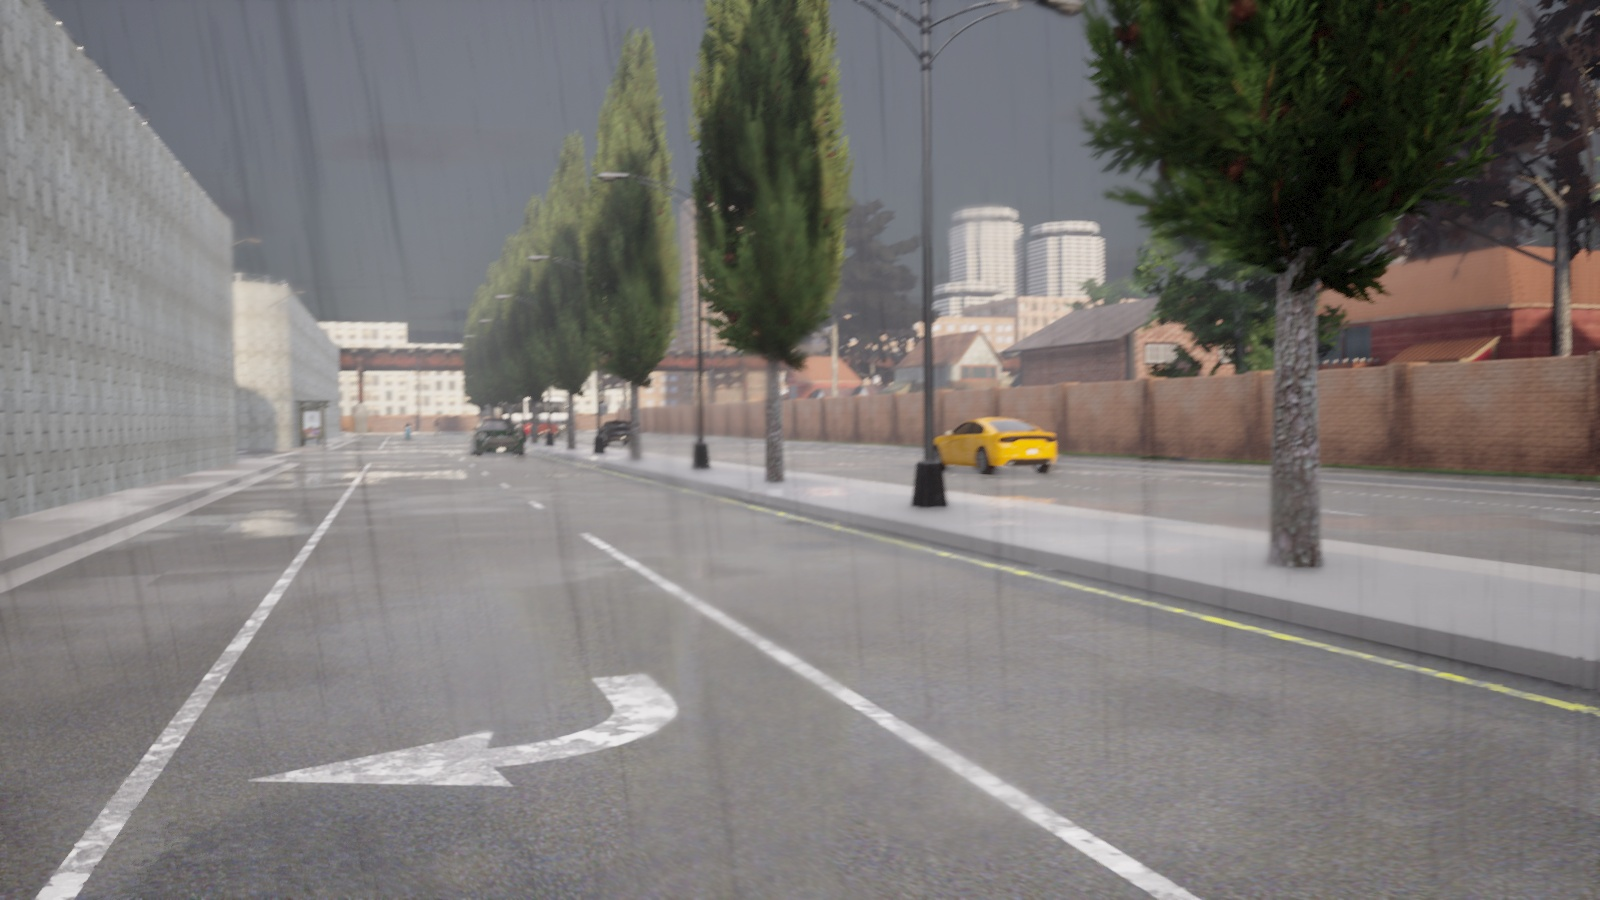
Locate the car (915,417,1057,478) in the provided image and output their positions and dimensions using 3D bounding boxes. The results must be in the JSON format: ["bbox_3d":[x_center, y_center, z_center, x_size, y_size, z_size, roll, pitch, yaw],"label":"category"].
[{"bbox_3d":[5.076,-0.111,35.133,1.882,1.535,5.008,-1,1,-18],"label":"car"}]

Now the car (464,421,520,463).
[{"bbox_3d":[-13.784,-0.399,56.024,2.097,1.767,4.553,-1,1,-18],"label":"car"}]

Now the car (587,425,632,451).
[{"bbox_3d":[-11.272,-0.729,74.218,1.837,1.490,4.892,-1,1,-18],"label":"car"}]
